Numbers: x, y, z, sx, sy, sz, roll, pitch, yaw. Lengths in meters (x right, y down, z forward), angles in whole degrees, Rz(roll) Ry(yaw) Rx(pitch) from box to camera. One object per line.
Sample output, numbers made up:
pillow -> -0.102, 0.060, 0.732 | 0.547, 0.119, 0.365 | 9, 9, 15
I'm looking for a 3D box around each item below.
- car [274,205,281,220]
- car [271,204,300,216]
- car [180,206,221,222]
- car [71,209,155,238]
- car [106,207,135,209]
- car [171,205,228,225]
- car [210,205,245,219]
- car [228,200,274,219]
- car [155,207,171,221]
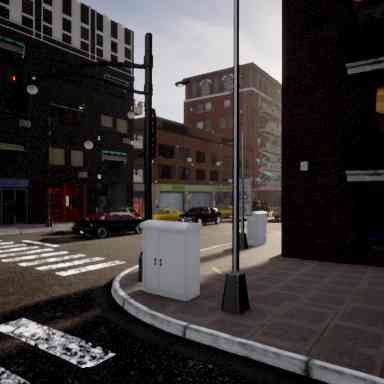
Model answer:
car -> 10.401, 2.301, 35.662 | 1.895, 1.301, 4.718 | 0, -1, 35
car -> 12.504, 2.393, 44.200 | 2.033, 1.411, 5.357 | 0, -1, 35
car -> 0.903, 2.091, 32.184 | 1.947, 1.339, 4.313 | -1, -2, 35
car -> -4.661, 1.881, 19.647 | 1.895, 1.301, 4.718 | 0, -1, 35
car -> -5.413, 1.757, 23.125 | 1.967, 1.590, 4.097 | -1, -2, 35
car -> 0.701, 1.961, 27.337 | 1.837, 1.490, 4.892 | 0, -1, 35
car -> 3.964, 2.152, 36.577 | 1.752, 1.417, 4.829 | -1, -2, 35
car -> 6.380, 1.865, 35.485 | 2.150, 2.045, 5.566 | 0, -1, 35
car -> -2.352, 1.943, 27.514 | 1.752, 1.417, 4.829 | -1, -2, 35
